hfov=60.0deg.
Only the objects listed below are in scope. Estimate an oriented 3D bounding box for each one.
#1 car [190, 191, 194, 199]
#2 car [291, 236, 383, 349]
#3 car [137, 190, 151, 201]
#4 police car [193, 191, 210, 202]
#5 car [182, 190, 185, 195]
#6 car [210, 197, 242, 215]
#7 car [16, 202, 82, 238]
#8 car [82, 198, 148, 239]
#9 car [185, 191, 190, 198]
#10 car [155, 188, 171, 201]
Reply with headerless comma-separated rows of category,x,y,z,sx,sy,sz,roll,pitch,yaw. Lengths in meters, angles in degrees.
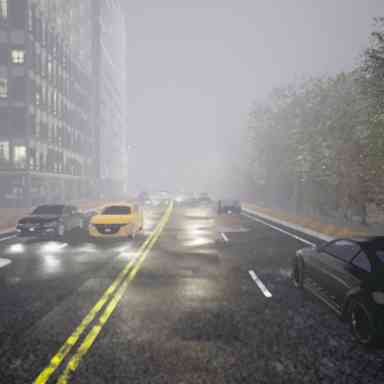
car,1.069,0.707,63.295,1.812,1.442,4.674,0,1,-4
car,3.309,1.485,6.110,1.994,1.385,4.181,0,1,0
car,-8.397,0.613,57.882,2.097,1.767,4.553,0,1,-3
police car,1.755,0.833,52.260,2.038,1.542,4.974,0,1,-3
car,-0.688,0.386,85.365,2.163,1.488,4.792,0,1,-5
car,2.888,1.240,28.235,1.895,1.301,4.718,0,1,-2
car,-6.775,1.301,16.389,1.837,1.490,4.892,0,1,-1
car,-3.521,1.274,16.226,1.882,1.535,5.008,0,1,-1
car,0.256,0.581,74.320,2.033,1.411,5.357,0,1,-5
car,-5.139,0.479,57.953,2.150,2.045,5.566,0,1,-3
